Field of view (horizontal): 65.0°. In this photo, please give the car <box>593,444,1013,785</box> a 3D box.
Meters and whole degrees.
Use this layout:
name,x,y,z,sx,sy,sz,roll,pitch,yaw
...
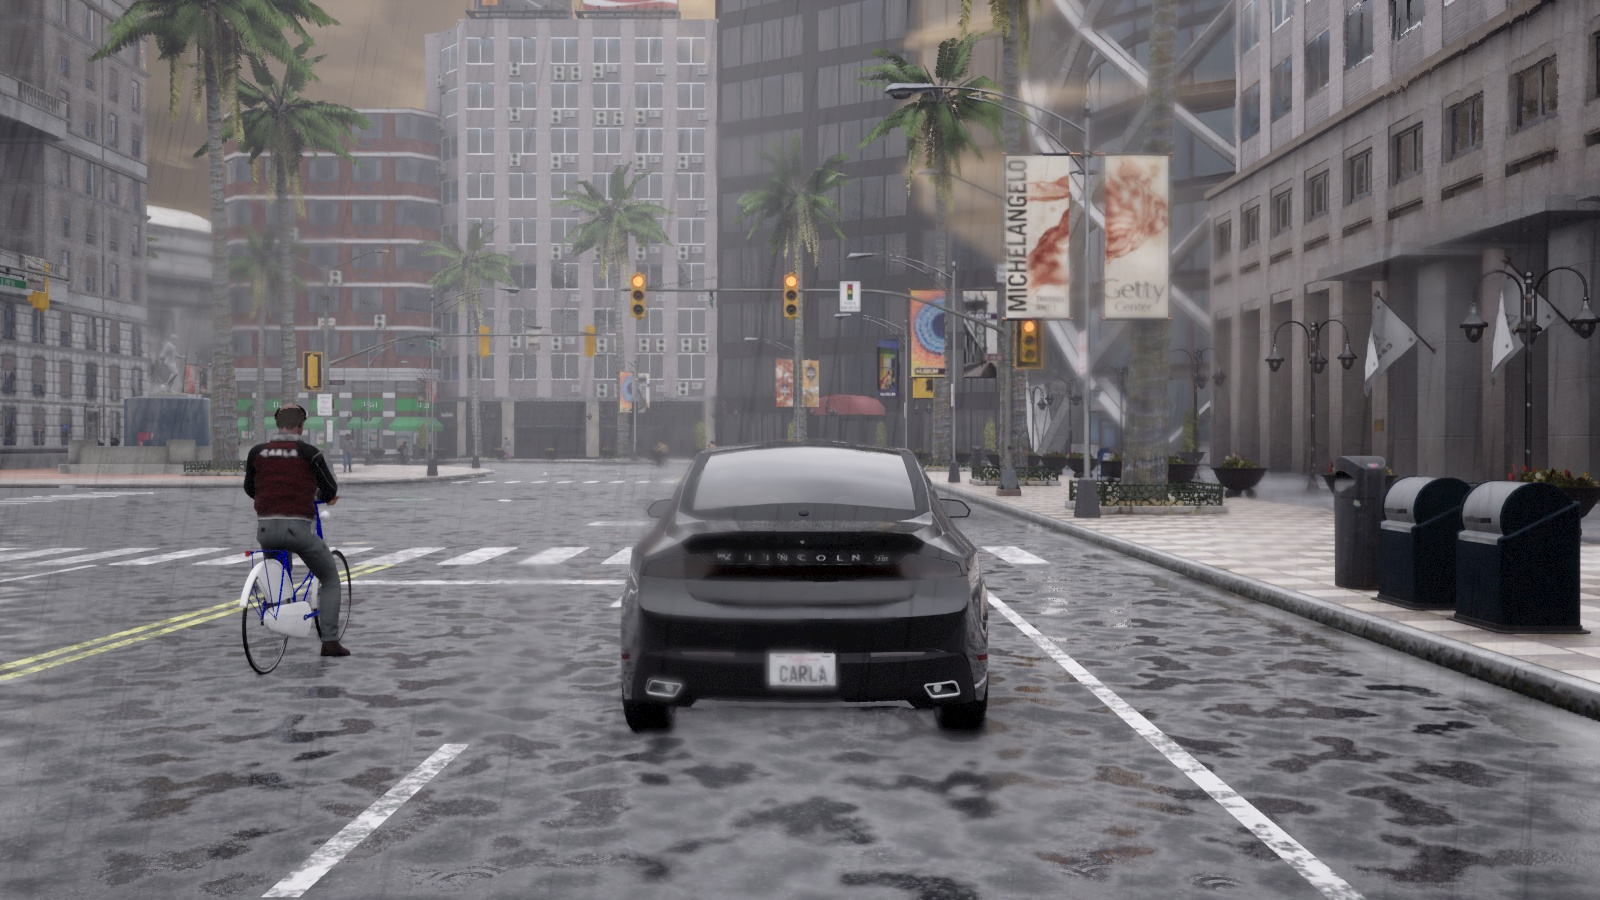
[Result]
name,x,y,z,sx,sy,sz,roll,pitch,yaw
car,0.047,0.707,7.945,1.837,1.490,4.892,0,0,1

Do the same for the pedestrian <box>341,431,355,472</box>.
name,x,y,z,sx,sy,sz,roll,pitch,yaw
pedestrian,-20.518,0.065,56.989,0.354,1.836,0.706,0,0,-1

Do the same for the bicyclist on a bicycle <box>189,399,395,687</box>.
name,x,y,z,sx,sy,sz,roll,pitch,yaw
bicyclist on a bicycle,-3.432,0.565,8.669,0.659,1.776,1.843,0,1,0

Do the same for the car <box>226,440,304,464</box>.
name,x,y,z,sx,sy,sz,roll,pitch,yaw
car,-38.777,0.132,91.002,4.856,1.649,2.033,0,0,9
